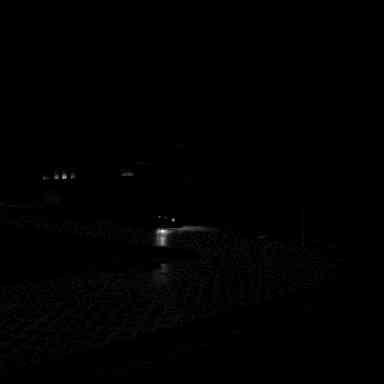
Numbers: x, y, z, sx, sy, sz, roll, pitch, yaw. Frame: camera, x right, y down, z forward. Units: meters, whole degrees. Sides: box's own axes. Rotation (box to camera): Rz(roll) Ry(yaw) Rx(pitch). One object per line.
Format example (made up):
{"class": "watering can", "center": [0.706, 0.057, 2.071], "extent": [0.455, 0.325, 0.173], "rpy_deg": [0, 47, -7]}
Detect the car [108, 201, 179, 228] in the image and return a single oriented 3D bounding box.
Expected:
{"class": "car", "center": [-3.068, 1.329, 20.549], "extent": [4.892, 1.490, 1.837], "rpy_deg": [1, 1, 34]}
